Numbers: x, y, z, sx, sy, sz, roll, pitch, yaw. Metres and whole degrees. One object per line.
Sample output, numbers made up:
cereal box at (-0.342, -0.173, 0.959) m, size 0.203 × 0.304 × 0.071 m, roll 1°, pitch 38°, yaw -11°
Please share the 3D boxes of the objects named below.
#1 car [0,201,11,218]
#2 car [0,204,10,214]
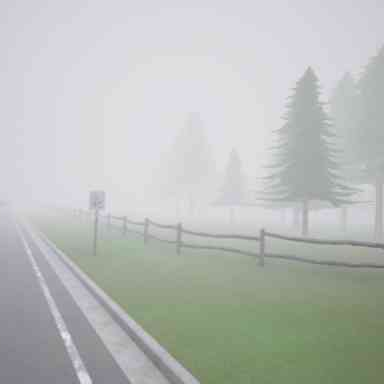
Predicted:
car at (-23.963, 2.086, 41.444) m, size 2.150 × 2.045 × 5.566 m, roll 3°, pitch -3°, yaw -28°
car at (-29.015, 2.598, 50.896) m, size 1.812 × 1.442 × 4.674 m, roll 3°, pitch -3°, yaw -28°
